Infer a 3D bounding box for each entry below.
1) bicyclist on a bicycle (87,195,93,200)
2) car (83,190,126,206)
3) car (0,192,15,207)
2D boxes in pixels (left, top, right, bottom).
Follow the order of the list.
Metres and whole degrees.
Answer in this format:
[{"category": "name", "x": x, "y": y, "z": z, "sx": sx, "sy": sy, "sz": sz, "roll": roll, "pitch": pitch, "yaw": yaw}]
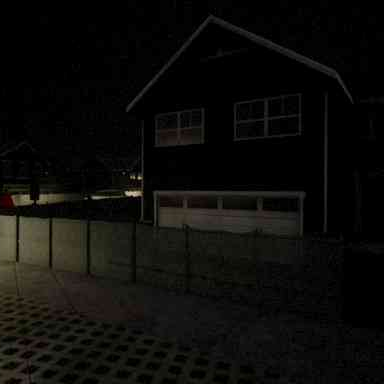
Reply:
[{"category": "bicyclist on a bicycle", "x": -7.784, "y": 1.047, "z": 25.400, "sx": 1.656, "sy": 1.620, "sz": 0.582, "roll": 0, "pitch": 1, "yaw": 27}, {"category": "car", "x": -9.287, "y": 0.816, "z": 35.893, "sx": 2.150, "sy": 2.045, "sz": 5.566, "roll": 0, "pitch": 1, "yaw": 25}, {"category": "car", "x": -15.374, "y": 0.995, "z": 23.386, "sx": 2.150, "sy": 2.045, "sz": 5.566, "roll": 0, "pitch": 1, "yaw": 26}]
